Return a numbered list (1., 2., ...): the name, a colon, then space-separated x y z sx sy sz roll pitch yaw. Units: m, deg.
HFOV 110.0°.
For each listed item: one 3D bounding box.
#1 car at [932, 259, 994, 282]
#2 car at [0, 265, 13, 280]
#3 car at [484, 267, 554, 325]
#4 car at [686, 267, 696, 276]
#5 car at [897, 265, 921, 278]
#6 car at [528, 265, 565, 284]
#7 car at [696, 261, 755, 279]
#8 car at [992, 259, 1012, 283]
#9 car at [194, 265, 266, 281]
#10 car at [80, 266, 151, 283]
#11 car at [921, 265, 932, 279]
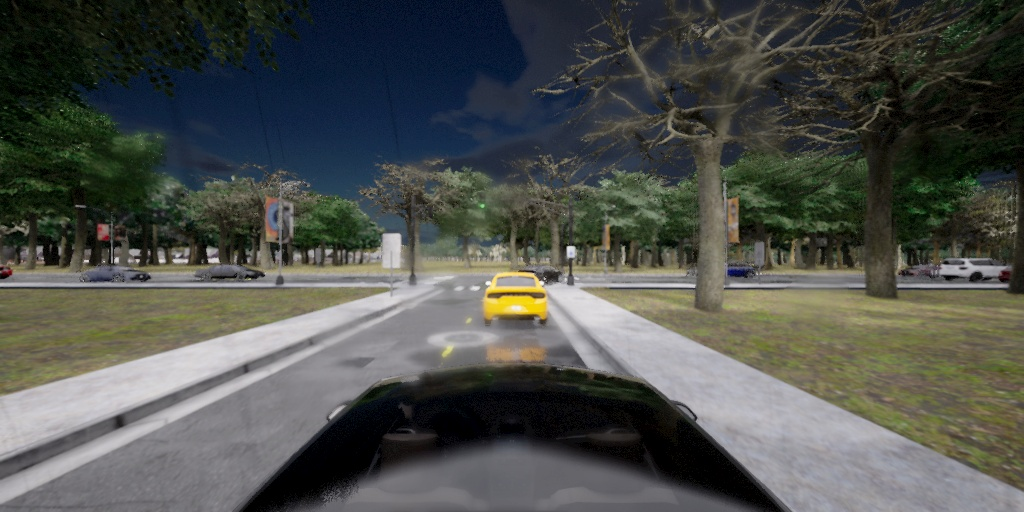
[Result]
1. car: 42.041 1.244 32.249 5.566 2.045 2.150 0 0 0
2. car: -48.778 1.143 32.241 5.566 2.045 2.150 0 0 0
3. car: 0.102 1.297 12.239 1.882 1.535 5.008 0 -1 0
4. car: 21.524 1.514 38.884 4.902 1.511 2.128 0 0 0
5. car: 44.563 1.626 38.815 4.181 1.385 1.994 0 0 0
6. car: 2.230 1.419 26.800 2.128 1.511 4.902 -1 -1 33
7. car: 21.390 1.355 35.633 4.553 1.767 2.097 0 0 0
8. car: 42.687 1.357 28.993 4.553 1.767 2.097 0 0 0
9. car: -25.279 1.477 32.157 5.357 1.411 2.033 0 0 0
10. car: -31.868 1.472 28.909 4.181 1.385 1.994 0 0 0
11. car: 44.207 1.568 35.570 4.674 1.442 1.812 0 0 0
